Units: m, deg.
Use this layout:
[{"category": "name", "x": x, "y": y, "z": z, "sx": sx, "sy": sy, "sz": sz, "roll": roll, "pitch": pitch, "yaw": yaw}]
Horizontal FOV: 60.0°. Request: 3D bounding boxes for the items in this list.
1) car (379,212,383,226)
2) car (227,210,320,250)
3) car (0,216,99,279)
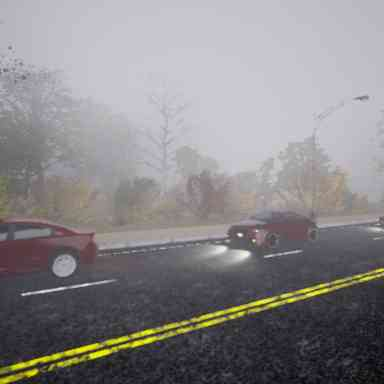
[{"category": "car", "x": 13.878, "y": 1.448, "z": 21.356, "sx": 4.674, "sy": 1.442, "sz": 1.812, "roll": 0, "pitch": 0, "yaw": -35}, {"category": "car", "x": 3.484, "y": 1.478, "z": 14.031, "sx": 4.181, "sy": 1.385, "sz": 1.994, "roll": 0, "pitch": 1, "yaw": -35}, {"category": "car", "x": -4.878, "y": 1.384, "z": 8.231, "sx": 5.008, "sy": 1.535, "sz": 1.882, "roll": 0, "pitch": 0, "yaw": -34}]
